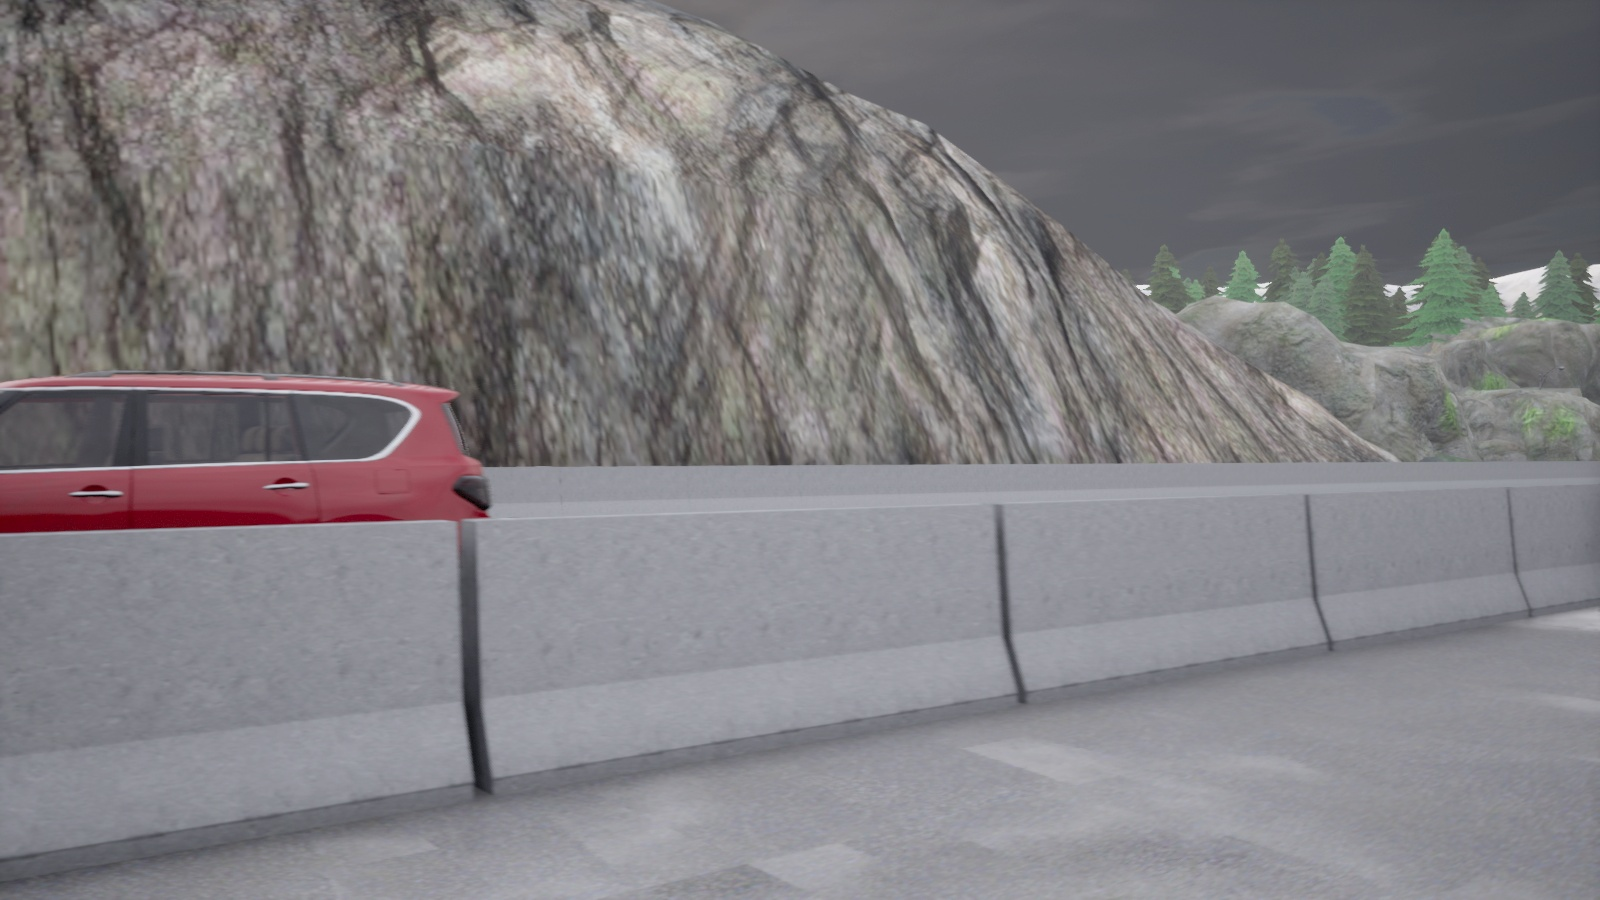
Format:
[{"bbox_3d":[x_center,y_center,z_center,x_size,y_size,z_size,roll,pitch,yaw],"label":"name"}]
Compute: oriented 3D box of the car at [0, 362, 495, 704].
[{"bbox_3d":[-5.151,0.498,8.582,5.566,2.045,2.150,0,0,-36],"label":"car"}]
